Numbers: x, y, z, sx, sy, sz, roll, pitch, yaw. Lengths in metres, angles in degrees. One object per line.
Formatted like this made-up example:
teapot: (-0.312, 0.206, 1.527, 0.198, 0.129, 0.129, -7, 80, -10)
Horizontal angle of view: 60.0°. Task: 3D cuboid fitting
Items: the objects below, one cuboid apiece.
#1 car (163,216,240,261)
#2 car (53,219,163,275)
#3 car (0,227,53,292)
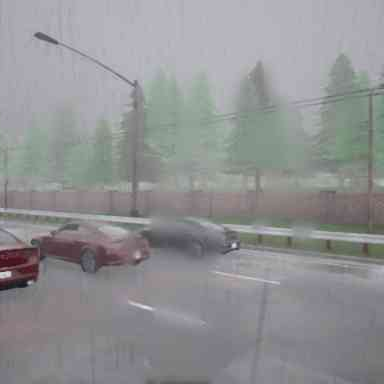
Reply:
car: (-0.386, 1.670, 12.928, 4.674, 1.442, 1.812, 0, -1, 37)
car: (-3.402, 1.608, 10.811, 4.674, 1.442, 1.812, 1, -1, 37)
car: (-5.753, 1.502, 8.202, 5.008, 1.535, 1.882, 1, -1, 37)
